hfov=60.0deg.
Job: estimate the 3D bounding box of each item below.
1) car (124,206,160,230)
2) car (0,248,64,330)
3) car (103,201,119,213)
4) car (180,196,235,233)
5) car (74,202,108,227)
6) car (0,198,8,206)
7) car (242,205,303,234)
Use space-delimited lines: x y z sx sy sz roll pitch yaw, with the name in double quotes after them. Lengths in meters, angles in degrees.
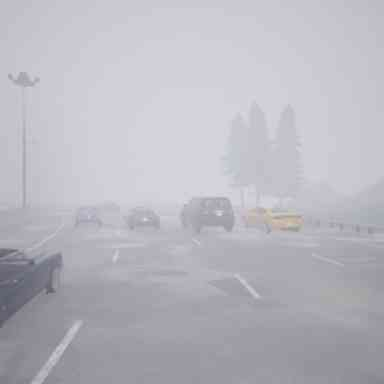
-3.401 1.649 22.214 1.994 1.385 4.181 0 0 -16 "car"
-3.829 1.642 5.888 1.895 1.301 4.718 0 0 -5 "car"
-9.817 1.737 39.022 1.994 1.385 4.181 0 0 -23 "car"
0.806 1.275 20.247 2.150 2.045 5.566 0 0 -14 "car"
-7.551 1.664 24.157 2.033 1.411 5.357 0 0 -18 "car"
-35.608 1.894 62.283 1.837 1.490 4.892 0 0 -24 "car"
4.506 1.507 19.523 1.882 1.535 5.008 0 0 -13 "car"
